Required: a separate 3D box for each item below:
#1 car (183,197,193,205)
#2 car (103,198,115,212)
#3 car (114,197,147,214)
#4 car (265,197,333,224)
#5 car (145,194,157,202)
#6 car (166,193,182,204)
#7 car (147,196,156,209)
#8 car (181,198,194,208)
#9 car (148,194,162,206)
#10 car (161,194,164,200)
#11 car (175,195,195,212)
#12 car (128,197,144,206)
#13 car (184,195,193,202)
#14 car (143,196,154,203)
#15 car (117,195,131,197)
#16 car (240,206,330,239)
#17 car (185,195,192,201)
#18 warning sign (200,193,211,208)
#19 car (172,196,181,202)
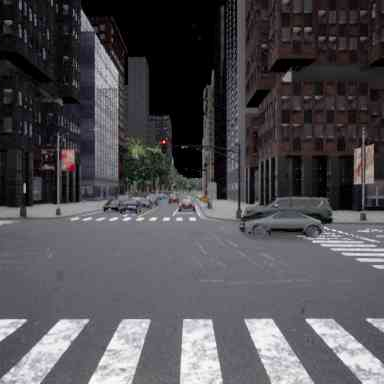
[{"bbox_3d":[-0.715,1.581,60.718,1.887,1.381,4.507,0,0,0],"label":"car"},{"bbox_3d":[-9.111,1.560,38.971,1.947,1.339,4.313,0,0,0],"label":"car"},{"bbox_3d":[-6.434,1.535,35.450,2.033,1.411,5.357,0,0,-1],"label":"car"},{"bbox_3d":[6.120,1.321,21.453,5.566,2.045,2.150,1,0,8],"label":"car"},{"bbox_3d":[-9.337,1.388,76.953,2.192,1.841,5.009,0,0,0],"label":"car"},{"bbox_3d":[-3.503,1.399,65.557,2.097,1.767,4.553,0,0,0],"label":"car"},{"bbox_3d":[-6.490,1.570,45.404,1.994,1.385,4.181,0,0,-1],"label":"car"},{"bbox_3d":[-0.650,1.596,49.868,1.802,1.307,4.206,0,0,0],"label":"car"},{"bbox_3d":[-6.530,1.530,55.597,1.837,1.490,4.892,0,0,0],"label":"car"},{"bbox_3d":[-9.401,1.416,87.805,2.192,1.841,5.009,0,0,0],"label":"car"},{"bbox_3d":[-0.586,1.434,39.019,1.967,1.590,4.097,0,0,0],"label":"car"},{"bbox_3d":[-9.206,1.550,55.078,1.752,1.417,4.829,0,0,0],"label":"car"},{"bbox_3d":[-0.844,1.527,82.418,1.967,1.590,4.097,0,0,0],"label":"car"},{"bbox_3d":[-9.304,1.642,71.526,1.802,1.307,4.206,0,0,0],"label":"car"},{"bbox_3d":[-9.144,1.319,44.397,2.192,1.841,5.009,0,0,0],"label":"car"},{"bbox_3d":[4.666,1.649,17.664,4.181,1.385,1.994,1,0,0],"label":"car"},{"bbox_3d":[-0.876,1.542,87.843,1.967,1.590,4.097,0,0,0],"label":"car"},{"bbox_3d":[1.703,1.116,42.703,1.300,1.860,1.060,0,0,0],"label":"warning sign"},{"bbox_3d":[-3.562,1.555,75.595,1.812,1.442,4.674,0,0,0],"label":"car"}]
